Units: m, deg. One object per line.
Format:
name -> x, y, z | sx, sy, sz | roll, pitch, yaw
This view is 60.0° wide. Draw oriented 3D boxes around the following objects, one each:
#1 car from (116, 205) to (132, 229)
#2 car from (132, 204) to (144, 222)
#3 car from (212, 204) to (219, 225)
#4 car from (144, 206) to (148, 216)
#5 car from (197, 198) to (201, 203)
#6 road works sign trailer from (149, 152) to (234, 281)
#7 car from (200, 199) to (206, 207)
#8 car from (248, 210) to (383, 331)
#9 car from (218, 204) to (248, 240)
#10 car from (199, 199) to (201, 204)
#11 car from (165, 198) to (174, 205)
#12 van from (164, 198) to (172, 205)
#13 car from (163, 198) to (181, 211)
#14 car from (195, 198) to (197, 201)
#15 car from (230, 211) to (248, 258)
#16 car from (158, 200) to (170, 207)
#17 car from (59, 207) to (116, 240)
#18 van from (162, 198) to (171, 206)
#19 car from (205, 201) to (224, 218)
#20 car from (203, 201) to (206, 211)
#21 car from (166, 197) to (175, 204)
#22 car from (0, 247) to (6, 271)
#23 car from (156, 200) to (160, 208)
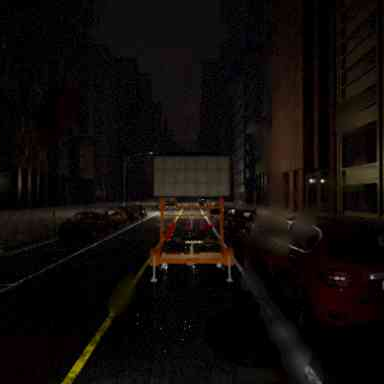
car -> -5.778, 1.807, 23.820 | 1.752, 1.417, 4.829 | 0, -1, 0
car -> -5.782, 1.897, 29.666 | 1.887, 1.381, 4.507 | 0, -1, 0
car -> 2.747, 1.828, 24.000 | 1.887, 1.381, 4.507 | 0, -1, 0
car -> -5.786, 1.988, 35.343 | 1.947, 1.339, 4.313 | 0, -1, 0
car -> 2.707, 2.566, 80.771 | 1.802, 1.307, 4.206 | 0, -1, 0
road works sign trailer -> -0.005, 0.584, 10.185 | 2.380, 3.560, 2.880 | 0, -1, 0
car -> 2.727, 2.071, 52.386 | 1.967, 1.590, 4.097 | 0, -1, 0
car -> 2.759, 1.397, 6.970 | 2.192, 1.841, 5.009 | 0, -1, 0
car -> 2.751, 1.656, 18.324 | 1.967, 1.590, 4.097 | 0, -1, 0
car -> 2.723, 2.267, 58.062 | 1.947, 1.339, 4.313 | 0, -1, 0
car -> -5.822, 2.370, 86.439 | 2.192, 1.841, 5.009 | 0, -1, 0
van -> -5.818, 2.325, 80.762 | 1.690, 1.788, 3.998 | 0, -1, 0
car -> -3.057, 2.130, 51.688 | 1.837, 1.490, 4.892 | 0, -1, 0
car -> 2.699, 2.676, 92.126 | 2.008, 1.369, 4.403 | 0, -1, 0
car -> 2.755, 1.676, 12.816 | 1.752, 1.417, 4.829 | 0, -1, 0
car -> -5.810, 2.393, 69.405 | 2.008, 1.369, 4.403 | 0, -1, 0
car -> -5.774, 1.761, 18.313 | 1.887, 1.381, 4.507 | 0, -1, 0
van -> -5.814, 2.254, 75.085 | 1.690, 1.788, 3.998 | 0, -1, 0
car -> 2.739, 1.862, 35.355 | 1.967, 1.590, 4.097 | 0, -1, 0
car -> 2.735, 2.057, 41.031 | 1.947, 1.339, 4.313 | 0, -1, 0
car -> -5.826, 2.441, 92.116 | 2.192, 1.841, 5.009 | 0, -1, 0
car -> -5.766, 1.606, 6.788 | 1.752, 1.417, 4.829 | 0, -1, 0
car -> -5.806, 2.212, 63.729 | 1.967, 1.590, 4.097 | 0, -1, 0
